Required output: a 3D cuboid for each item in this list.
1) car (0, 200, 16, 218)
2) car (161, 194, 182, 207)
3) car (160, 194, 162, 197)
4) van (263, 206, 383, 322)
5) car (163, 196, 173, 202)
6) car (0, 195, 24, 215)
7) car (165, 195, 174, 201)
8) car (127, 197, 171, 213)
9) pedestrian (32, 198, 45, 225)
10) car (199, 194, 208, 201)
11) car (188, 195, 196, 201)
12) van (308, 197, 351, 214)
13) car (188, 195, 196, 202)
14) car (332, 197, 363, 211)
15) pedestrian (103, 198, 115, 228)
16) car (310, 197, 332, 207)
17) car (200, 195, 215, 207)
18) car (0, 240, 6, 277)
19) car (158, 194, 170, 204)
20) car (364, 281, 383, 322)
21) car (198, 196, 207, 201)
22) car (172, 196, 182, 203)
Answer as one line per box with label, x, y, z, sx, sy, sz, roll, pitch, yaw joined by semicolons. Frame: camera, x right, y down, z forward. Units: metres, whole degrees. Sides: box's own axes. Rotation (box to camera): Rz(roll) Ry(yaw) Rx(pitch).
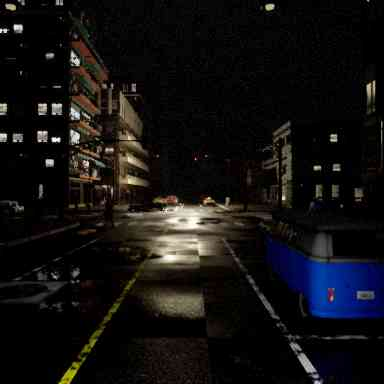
car;-17.476;1.532;27.744;4.206;1.307;1.802;0;0;0
car;-3.113;1.384;51.643;2.097;1.767;4.553;0;0;0
car;-5.709;1.564;57.091;1.752;1.417;4.829;0;0;0
van;2.658;1.342;6.940;1.690;1.788;3.998;0;0;0
car;-5.717;1.624;79.419;2.008;1.369;4.403;0;0;0
car;-18.390;1.182;30.330;5.566;2.045;2.150;0;0;0
car;-5.719;1.609;84.788;1.752;1.417;4.829;0;0;0
car;-4.912;1.571;37.325;2.033;1.411;5.357;0;0;28
pedestrian;-9.997;1.266;21.673;0.375;1.860;0.375;0;0;0
car;2.669;1.628;62.805;1.802;1.307;4.206;0;0;0
car;-0.032;1.458;88.535;1.882;1.535;5.008;0;0;0
van;14.886;1.423;36.215;3.998;1.788;1.690;0;0;0
car;-0.029;1.611;78.114;2.033;1.411;5.357;0;0;0
car;14.912;1.356;27.836;5.009;1.841;2.192;0;0;0
pedestrian;-5.223;1.298;21.034;0.375;1.860;0.375;0;0;0
car;14.898;1.547;33.624;5.008;1.535;1.882;0;0;0
car;2.674;1.557;51.896;1.752;1.417;4.829;0;0;0
car;-5.690;1.566;6.962;1.947;1.339;4.313;0;0;0
car;-5.712;1.369;68.341;2.192;1.841;5.009;0;0;0
car;2.660;1.582;1.250;1.802;1.307;4.206;0;0;0
car;2.661;1.635;84.961;2.008;1.369;4.403;0;0;0
car;-3.025;1.533;69.412;1.882;1.535;5.008;0;0;0
